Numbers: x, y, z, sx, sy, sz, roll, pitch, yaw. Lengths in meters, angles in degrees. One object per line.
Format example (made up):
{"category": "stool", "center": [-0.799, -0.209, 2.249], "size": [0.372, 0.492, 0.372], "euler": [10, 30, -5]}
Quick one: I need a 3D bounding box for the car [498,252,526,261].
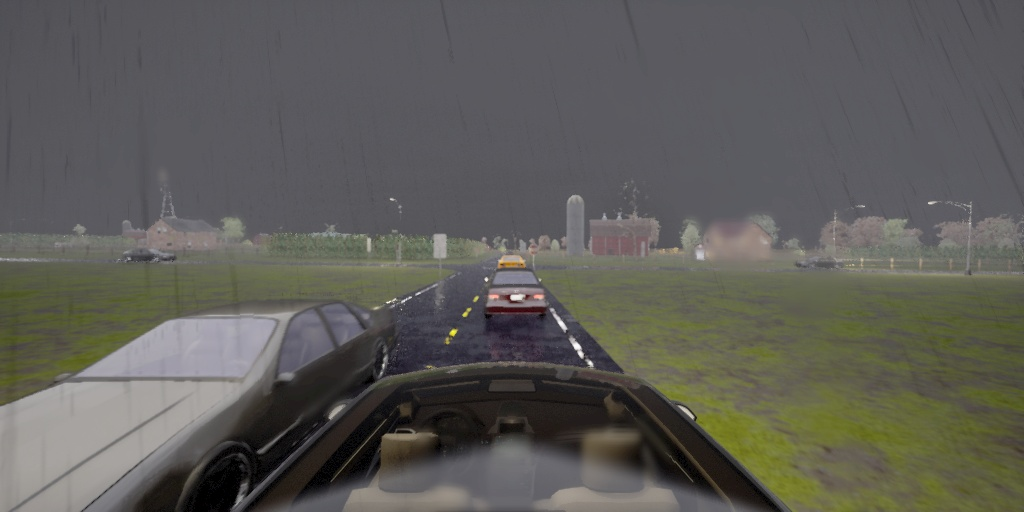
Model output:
{"category": "car", "center": [-0.003, 0.699, 26.112], "size": [1.882, 1.535, 5.008], "euler": [0, 1, 1]}

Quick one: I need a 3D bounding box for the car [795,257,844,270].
{"category": "car", "center": [36.187, 0.886, 42.211], "size": [4.892, 1.490, 1.837], "euler": [1, 2, 0]}

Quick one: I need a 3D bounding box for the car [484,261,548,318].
{"category": "car", "center": [0.052, 1.075, 11.875], "size": [2.033, 1.411, 5.357], "euler": [0, 1, -1]}

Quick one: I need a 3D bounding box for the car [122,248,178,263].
{"category": "car", "center": [-38.944, -0.063, 38.597], "size": [4.892, 1.490, 1.837], "euler": [1, 2, 0]}

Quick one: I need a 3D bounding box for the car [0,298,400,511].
{"category": "car", "center": [-2.865, 1.246, 4.077], "size": [2.033, 1.411, 5.357], "euler": [0, 1, 0]}
